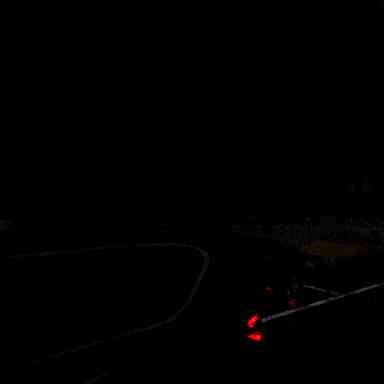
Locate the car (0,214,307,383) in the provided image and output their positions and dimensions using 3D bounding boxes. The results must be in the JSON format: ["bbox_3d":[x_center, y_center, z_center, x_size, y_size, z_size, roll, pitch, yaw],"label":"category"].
[{"bbox_3d":[-1.986,1.219,1.953,5.566,2.045,2.150,1,0,-35],"label":"car"}]

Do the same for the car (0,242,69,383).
[{"bbox_3d":[-3.994,1.541,3.795,4.507,1.381,1.887,1,-1,-35],"label":"car"}]

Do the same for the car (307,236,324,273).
[{"bbox_3d":[0.605,1.625,7.051,4.313,1.339,1.947,1,-1,-35],"label":"car"}]

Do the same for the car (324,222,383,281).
[{"bbox_3d":[5.067,1.646,10.210,4.829,1.417,1.752,1,-1,-35],"label":"car"}]
